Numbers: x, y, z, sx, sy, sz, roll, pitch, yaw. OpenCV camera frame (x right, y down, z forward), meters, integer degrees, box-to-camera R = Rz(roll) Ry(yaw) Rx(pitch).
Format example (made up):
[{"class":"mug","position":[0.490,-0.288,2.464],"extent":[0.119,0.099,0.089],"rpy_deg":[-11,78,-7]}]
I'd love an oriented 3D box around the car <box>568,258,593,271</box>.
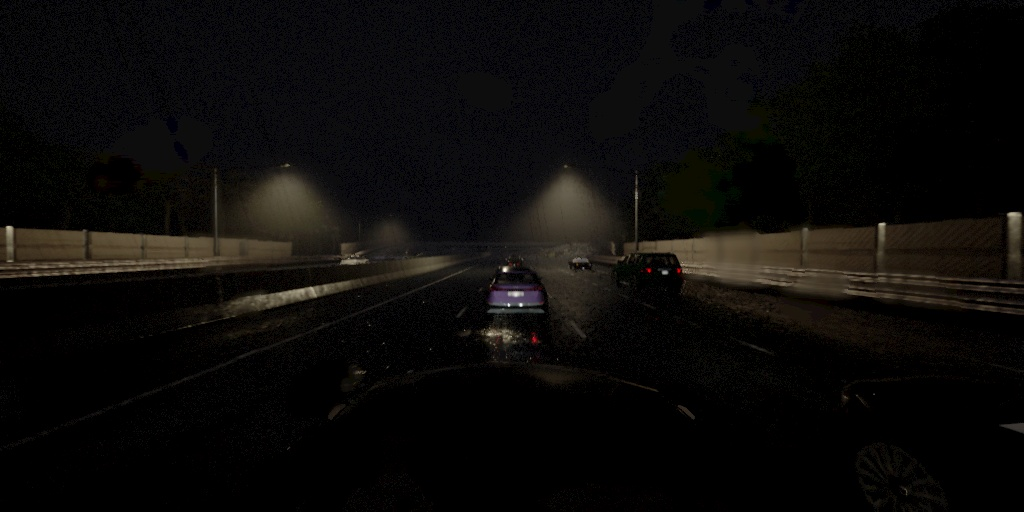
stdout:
[{"class":"car","position":[7.245,0.883,38.520],"extent":[1.895,1.301,4.718],"rpy_deg":[0,1,0]}]

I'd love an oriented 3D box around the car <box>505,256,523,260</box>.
[{"class":"car","position":[0.282,0.708,43.032],"extent":[1.837,1.490,4.892],"rpy_deg":[0,1,1]}]

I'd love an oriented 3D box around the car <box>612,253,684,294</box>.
[{"class":"car","position":[7.136,0.831,19.370],"extent":[2.150,2.045,5.566],"rpy_deg":[0,1,0]}]

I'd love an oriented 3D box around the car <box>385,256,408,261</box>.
[{"class":"car","position":[-13.842,0.735,44.885],"extent":[1.994,1.385,4.181],"rpy_deg":[0,1,1]}]

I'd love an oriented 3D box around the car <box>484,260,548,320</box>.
[{"class":"car","position":[0.115,1.120,12.389],"extent":[2.033,1.649,4.856],"rpy_deg":[0,1,0]}]

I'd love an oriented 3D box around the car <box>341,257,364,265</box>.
[{"class":"car","position":[-20.788,0.723,47.638],"extent":[1.895,1.301,4.718],"rpy_deg":[0,1,1]}]

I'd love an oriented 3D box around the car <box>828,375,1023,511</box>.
[{"class":"car","position":[3.602,1.243,1.028],"extent":[2.128,1.511,4.902],"rpy_deg":[0,0,0]}]

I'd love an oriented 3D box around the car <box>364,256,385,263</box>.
[{"class":"car","position":[-17.286,0.669,47.711],"extent":[2.033,1.411,5.357],"rpy_deg":[0,1,1]}]
